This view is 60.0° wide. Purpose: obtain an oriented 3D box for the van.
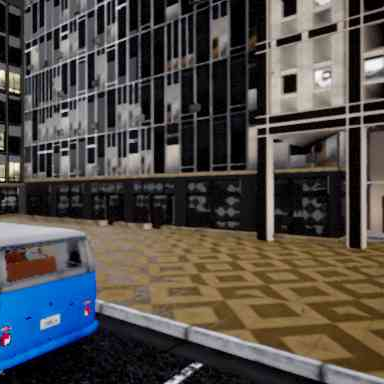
[{"bbox_3d":[-3.260,1.380,5.192,3.998,1.788,1.690,0,0,35],"label":"van"}]
